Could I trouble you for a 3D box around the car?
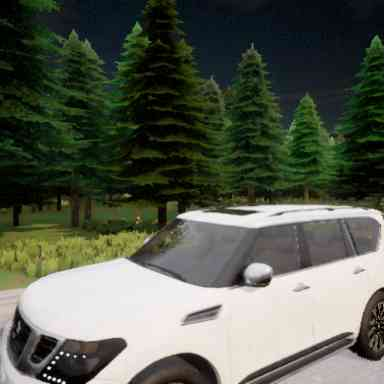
[{"bbox_3d":[0.657,1.222,4.427,5.566,2.045,2.150,0,0,-34],"label":"car"}]
